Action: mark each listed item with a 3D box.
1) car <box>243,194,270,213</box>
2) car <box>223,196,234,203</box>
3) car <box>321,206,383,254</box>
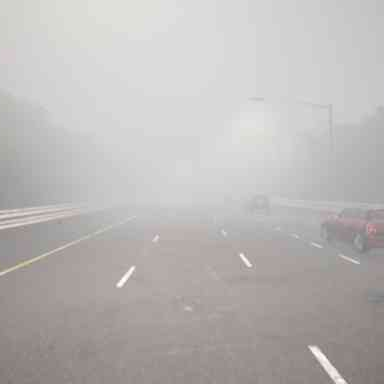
[{"bbox_3d":[7.080,1.210,36.650,2.150,2.045,5.566,0,0,0],"label":"car"},{"bbox_3d":[7.209,1.436,65.925,1.882,1.535,5.008,0,0,0],"label":"car"},{"bbox_3d":[7.013,1.352,13.614,2.097,1.767,4.553,0,0,0],"label":"car"}]
